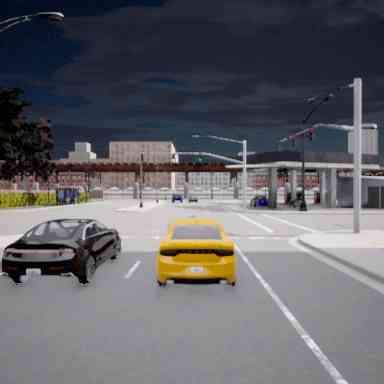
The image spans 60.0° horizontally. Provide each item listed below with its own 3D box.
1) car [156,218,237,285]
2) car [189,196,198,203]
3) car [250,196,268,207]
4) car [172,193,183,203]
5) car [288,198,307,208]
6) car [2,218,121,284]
[{"bbox_3d":[0.119,1.493,9.564,1.882,1.535,5.008,0,0,0],"label":"car"},{"bbox_3d":[0.266,1.647,73.345,1.994,1.385,4.181,0,0,0],"label":"car"},{"bbox_3d":[9.887,1.387,48.635,2.242,1.667,4.611,0,0,1],"label":"car"},{"bbox_3d":[-3.232,1.324,73.958,2.150,2.045,5.566,0,0,0],"label":"car"},{"bbox_3d":[15.635,1.562,49.377,1.970,1.475,3.806,0,0,1],"label":"car"},{"bbox_3d":[-3.380,1.500,9.558,2.128,1.511,4.902,0,0,0],"label":"car"}]
